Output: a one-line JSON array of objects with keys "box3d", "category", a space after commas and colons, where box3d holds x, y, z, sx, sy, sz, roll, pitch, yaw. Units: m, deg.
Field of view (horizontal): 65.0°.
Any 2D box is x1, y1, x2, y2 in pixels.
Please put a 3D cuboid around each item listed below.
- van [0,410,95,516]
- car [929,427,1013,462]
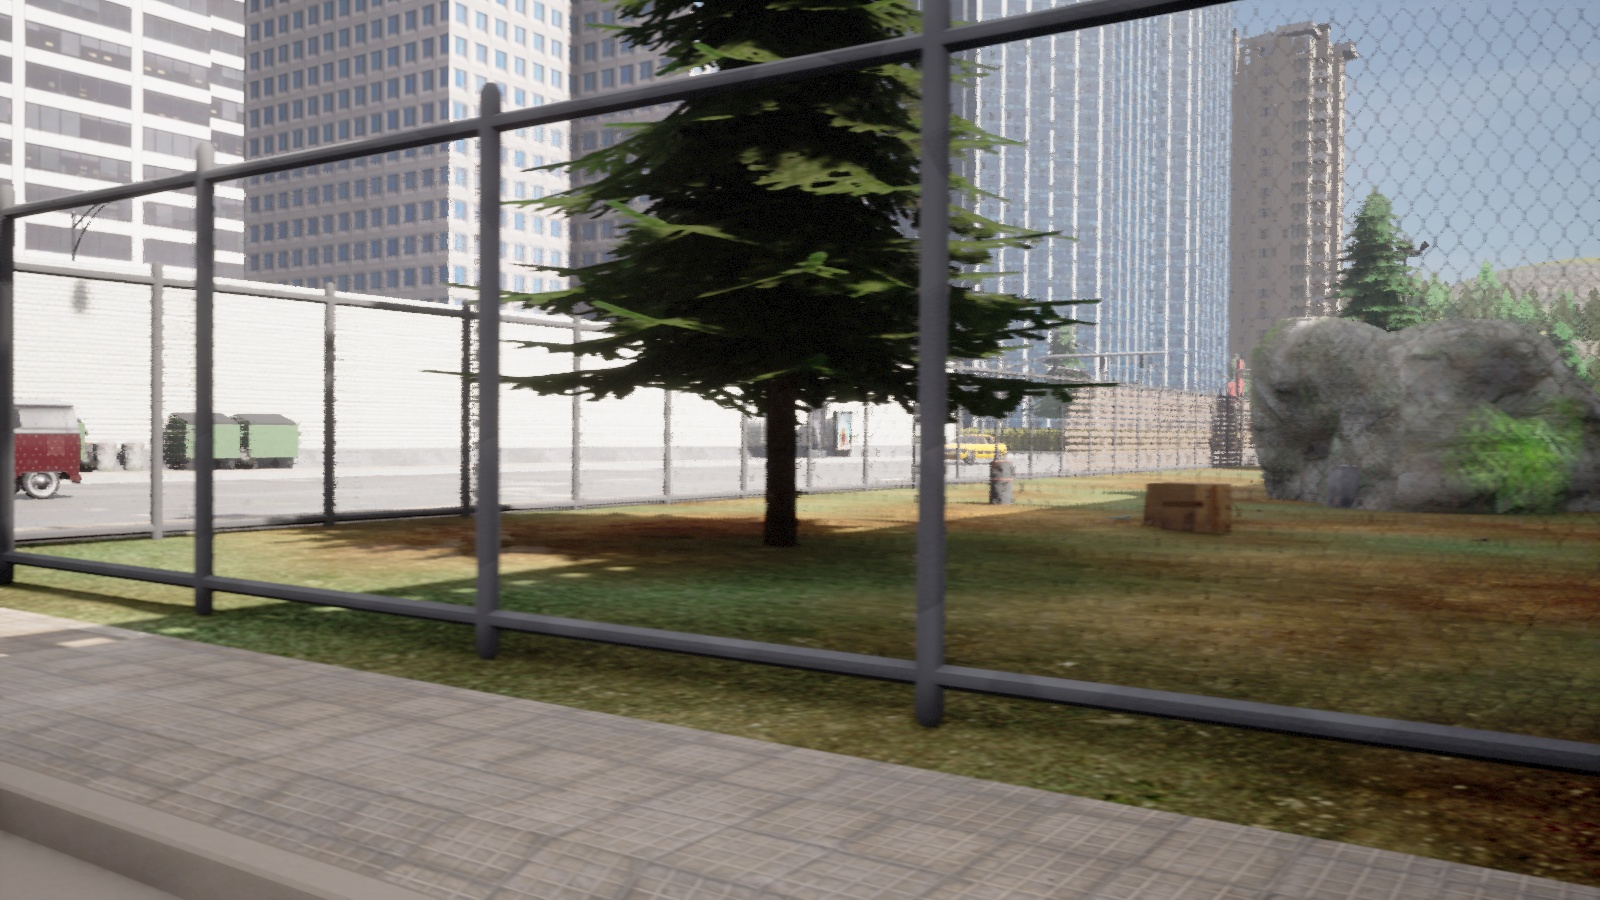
[{"box3d": [-15.975, 0.252, 23.566, 1.775, 1.987, 4.442, 0, 1, 34], "category": "van"}, {"box3d": [8.242, -0.281, 60.162, 1.801, 1.575, 5.366, 0, 1, 33], "category": "car"}]
